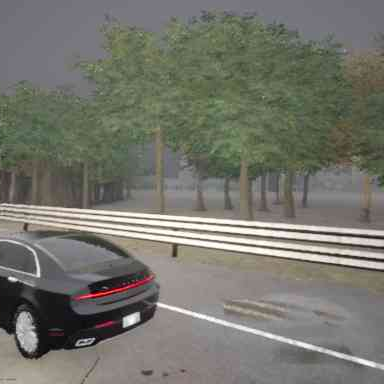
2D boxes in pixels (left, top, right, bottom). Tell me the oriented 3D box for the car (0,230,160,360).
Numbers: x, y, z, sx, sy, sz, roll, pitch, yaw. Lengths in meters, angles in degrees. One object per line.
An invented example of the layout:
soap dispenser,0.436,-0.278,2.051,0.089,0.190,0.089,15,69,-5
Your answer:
car,-2.758,1.442,5.920,4.892,1.490,1.837,1,1,36
